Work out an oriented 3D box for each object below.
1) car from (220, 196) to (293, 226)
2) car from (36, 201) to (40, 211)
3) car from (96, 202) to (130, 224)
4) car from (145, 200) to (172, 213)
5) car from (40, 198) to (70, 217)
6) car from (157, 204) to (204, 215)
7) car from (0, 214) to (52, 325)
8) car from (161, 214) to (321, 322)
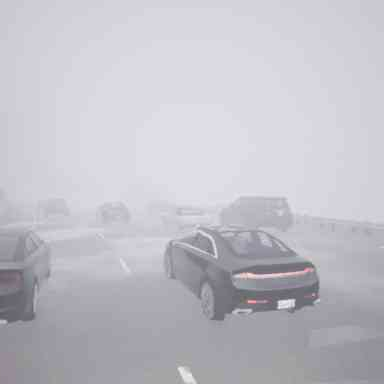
[{"bbox_3d":[3.672,1.263,19.949,2.150,2.045,5.566,0,0,-21],"label":"car"},{"bbox_3d":[-17.801,1.581,40.616,2.033,1.411,5.357,0,0,-30],"label":"car"},{"bbox_3d":[-5.998,1.522,24.936,2.128,1.511,4.902,0,0,-24],"label":"car"},{"bbox_3d":[-3.404,1.602,35.958,2.033,1.411,5.357,0,0,-26],"label":"car"},{"bbox_3d":[-12.938,1.380,31.543,2.097,1.767,4.553,0,0,-27],"label":"car"},{"bbox_3d":[-0.483,1.636,20.936,1.895,1.301,4.718,0,0,-22],"label":"car"},{"bbox_3d":[-4.118,1.482,6.978,1.882,1.535,5.008,0,0,-18],"label":"car"},{"bbox_3d":[0.706,1.506,7.423,2.128,1.511,4.902,0,0,-18],"label":"car"}]
